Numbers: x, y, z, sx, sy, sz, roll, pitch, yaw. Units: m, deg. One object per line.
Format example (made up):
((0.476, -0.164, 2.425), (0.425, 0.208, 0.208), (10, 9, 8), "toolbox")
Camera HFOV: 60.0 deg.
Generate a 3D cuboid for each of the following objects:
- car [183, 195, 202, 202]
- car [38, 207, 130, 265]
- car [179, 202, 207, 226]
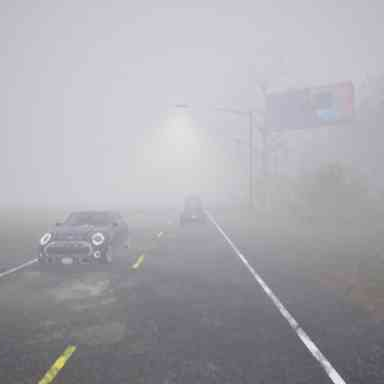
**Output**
((0.117, 1.392, 41.490), (2.150, 2.045, 5.566), (0, 0, 0), "car")
((-3.584, 1.402, 11.819), (2.097, 1.767, 4.553), (0, 0, 0), "car")
((0.104, 1.666, 24.719), (1.994, 1.385, 4.181), (0, 0, 0), "car")
